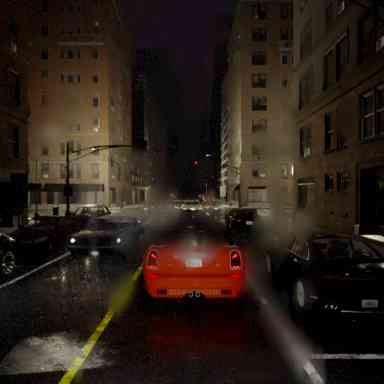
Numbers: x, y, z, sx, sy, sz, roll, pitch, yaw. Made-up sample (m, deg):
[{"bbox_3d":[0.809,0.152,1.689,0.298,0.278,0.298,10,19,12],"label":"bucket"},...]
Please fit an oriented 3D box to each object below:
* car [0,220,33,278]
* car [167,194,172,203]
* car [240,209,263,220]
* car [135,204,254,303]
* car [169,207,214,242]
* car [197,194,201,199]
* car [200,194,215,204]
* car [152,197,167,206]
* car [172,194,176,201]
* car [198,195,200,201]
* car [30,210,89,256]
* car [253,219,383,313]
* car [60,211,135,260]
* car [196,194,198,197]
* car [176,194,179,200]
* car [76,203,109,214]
[{"bbox_3d":[-5.675,1.566,7.499,1.947,1.339,4.313,0,0,0],"label":"car"},{"bbox_3d":[-5.675,1.610,66.421,2.008,1.369,4.403,0,0,0],"label":"car"},{"bbox_3d":[2.840,1.567,18.509,1.947,1.339,4.313,0,0,0],"label":"car"},{"bbox_3d":[0.056,1.352,8.369,2.097,1.767,4.553,0,0,0],"label":"car"},{"bbox_3d":[-0.011,1.565,17.022,1.994,1.385,4.181,0,0,0],"label":"car"},{"bbox_3d":[2.858,1.528,77.235,1.967,1.590,4.097,0,0,0],"label":"car"},{"bbox_3d":[2.839,1.479,55.599,1.967,1.590,4.097,0,0,0],"label":"car"},{"bbox_3d":[-5.685,1.621,55.604,1.802,1.307,4.206,0,0,0],"label":"car"},{"bbox_3d":[-5.661,1.630,82.477,1.752,1.417,4.829,0,0,0],"label":"car"},{"bbox_3d":[2.850,1.610,66.417,2.008,1.369,4.403,0,0,0],"label":"car"},{"bbox_3d":[-5.681,1.583,13.000,1.802,1.307,4.206,0,0,0],"label":"car"},{"bbox_3d":[2.850,1.551,7.506,2.008,1.369,4.403,0,0,0],"label":"car"},{"bbox_3d":[-3.010,1.602,12.540,1.895,1.301,4.718,0,0,0],"label":"car"},{"bbox_3d":[2.868,1.566,88.053,1.967,1.590,4.097,0,0,0],"label":"car"},{"bbox_3d":[-5.653,1.462,93.465,2.192,1.841,5.009,0,0,0],"label":"car"},{"bbox_3d":[-5.686,1.442,18.502,1.967,1.590,4.097,0,0,0],"label":"car"}]
